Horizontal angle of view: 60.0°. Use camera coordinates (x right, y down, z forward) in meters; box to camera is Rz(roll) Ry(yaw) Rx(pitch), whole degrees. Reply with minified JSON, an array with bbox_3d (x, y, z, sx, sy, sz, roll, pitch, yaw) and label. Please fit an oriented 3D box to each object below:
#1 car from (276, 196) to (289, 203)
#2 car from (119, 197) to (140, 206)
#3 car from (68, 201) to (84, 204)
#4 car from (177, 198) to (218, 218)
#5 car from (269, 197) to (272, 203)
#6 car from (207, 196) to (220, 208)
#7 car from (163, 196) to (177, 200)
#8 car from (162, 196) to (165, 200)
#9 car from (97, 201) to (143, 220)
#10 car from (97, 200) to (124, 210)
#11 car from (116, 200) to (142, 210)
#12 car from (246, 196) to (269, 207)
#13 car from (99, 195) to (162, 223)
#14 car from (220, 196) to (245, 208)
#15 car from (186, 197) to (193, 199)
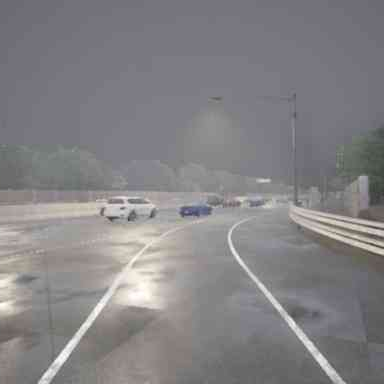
[{"bbox_3d":[22.352,2.050,82.873,1.994,1.385,4.181,-1,-1,23],"label":"car"},{"bbox_3d":[-13.299,2.072,70.770,2.097,1.767,4.553,-1,-1,23],"label":"car"},{"bbox_3d":[-19.607,2.196,56.226,1.994,1.385,4.181,-1,-1,24],"label":"car"},{"bbox_3d":[0.501,1.665,32.147,1.882,1.535,5.008,-1,-1,23],"label":"car"},{"bbox_3d":[17.452,1.872,80.319,2.097,1.767,4.553,-1,-1,23],"label":"car"},{"bbox_3d":[4.222,1.638,58.360,2.150,2.045,5.566,-1,-1,23],"label":"car"},{"bbox_3d":[-3.520,2.136,66.934,1.994,1.385,4.181,-1,-1,23],"label":"car"},{"bbox_3d":[-6.747,2.126,68.283,1.837,1.490,4.892,-1,-1,23],"label":"car"},{"bbox_3d":[-6.934,1.744,32.595,1.882,1.535,5.008,-1,-1,23],"label":"car"},{"bbox_3d":[-13.063,2.068,53.778,1.812,1.442,4.674,-1,-1,24],"label":"car"},{"bbox_3d":[-9.846,2.022,52.409,1.812,1.442,4.674,-1,-1,24],"label":"car"},{"bbox_3d":[11.299,1.811,57.096,1.882,1.535,5.008,-1,-1,23],"label":"car"},{"bbox_3d":[-5.065,1.422,28.122,2.150,2.045,5.566,-1,-1,23],"label":"car"},{"bbox_3d":[6.723,1.712,55.320,2.097,1.767,4.553,-1,-1,23],"label":"car"},{"bbox_3d":[-0.534,2.058,82.765,2.097,1.767,4.553,-1,-1,23],"label":"car"}]
